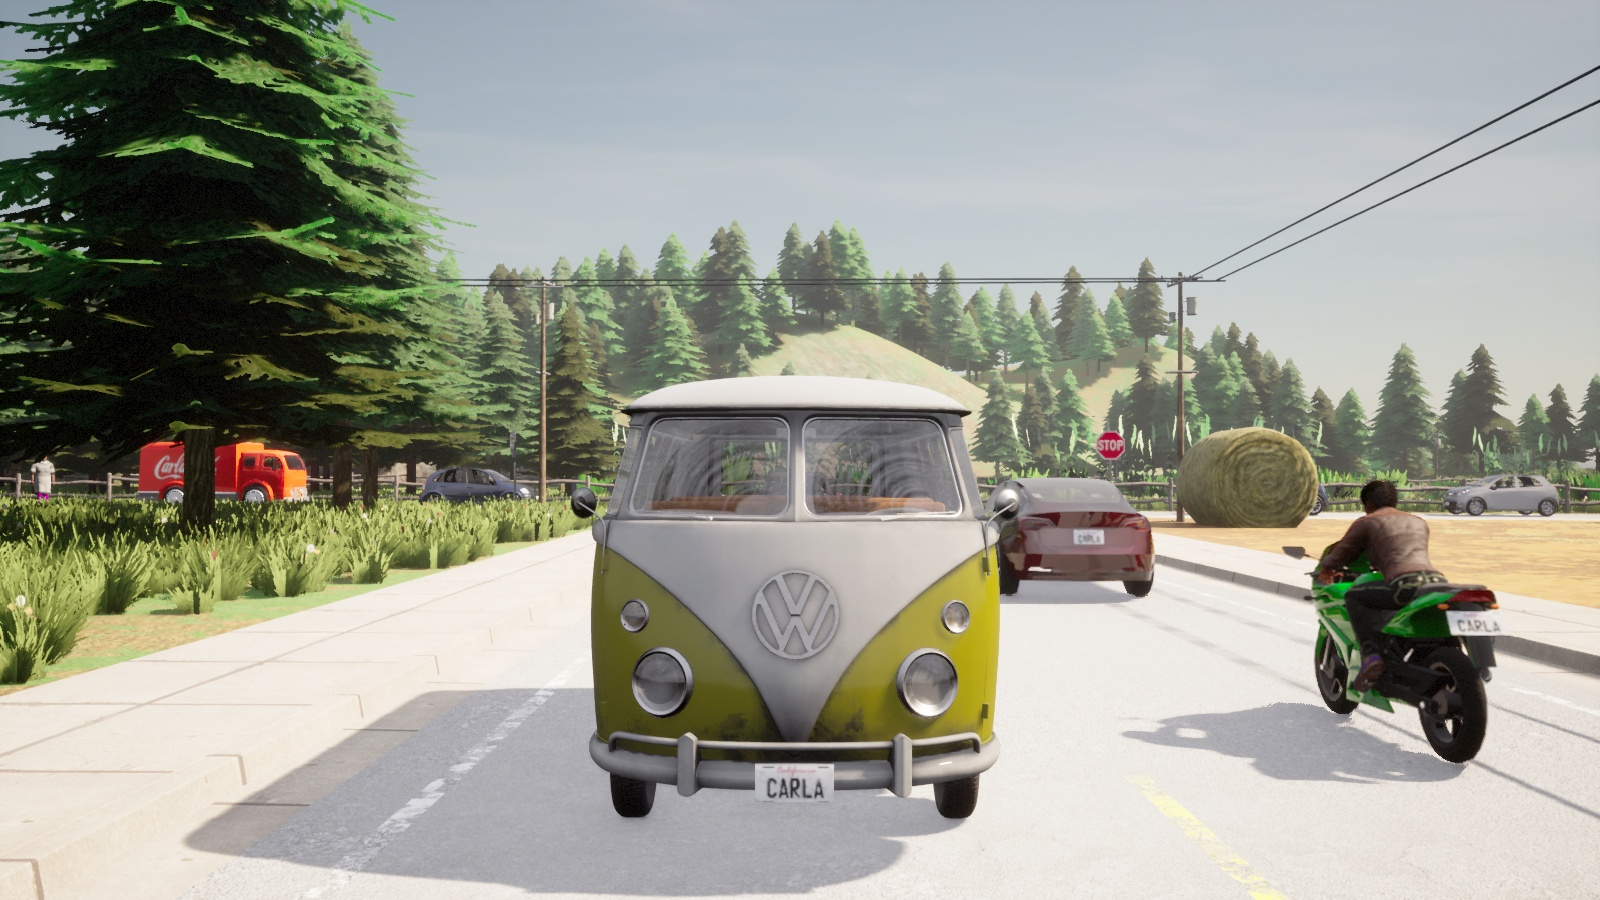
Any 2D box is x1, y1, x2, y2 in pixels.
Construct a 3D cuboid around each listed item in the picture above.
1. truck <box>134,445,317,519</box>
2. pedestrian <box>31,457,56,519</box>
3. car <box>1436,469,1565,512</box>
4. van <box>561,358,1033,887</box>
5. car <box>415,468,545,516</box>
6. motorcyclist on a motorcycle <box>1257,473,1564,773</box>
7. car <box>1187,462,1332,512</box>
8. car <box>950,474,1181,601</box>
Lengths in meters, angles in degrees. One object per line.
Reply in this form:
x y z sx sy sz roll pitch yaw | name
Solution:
-20.062 1.111 44.039 5.204 2.467 2.627 0 -1 2 | truck
-24.406 1.215 40.497 0.659 1.952 0.873 0 -1 -32 | pedestrian
25.302 1.454 45.461 3.633 1.501 1.845 0 -1 3 | car
-0.017 0.684 6.965 1.775 1.987 4.442 0 -1 0 | van
-11.075 1.453 43.640 3.988 1.617 1.851 0 -1 3 | car
3.482 0.906 7.426 0.797 1.523 2.044 0 -1 0 | motorcyclist on a motorcycle
16.717 1.340 45.861 4.553 1.767 2.097 0 -1 3 | car
3.459 1.092 17.393 2.163 1.488 4.792 0 -1 0 | car
